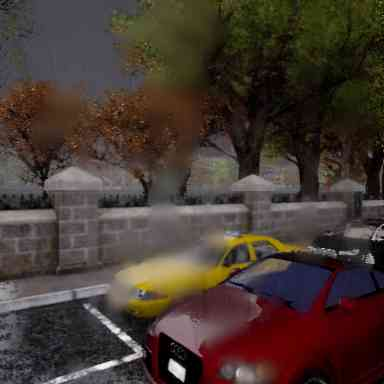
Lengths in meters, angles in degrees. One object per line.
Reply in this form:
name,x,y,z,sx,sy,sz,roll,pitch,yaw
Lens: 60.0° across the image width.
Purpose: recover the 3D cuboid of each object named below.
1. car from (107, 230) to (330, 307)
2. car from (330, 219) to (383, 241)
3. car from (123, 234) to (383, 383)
car,0.685,1.525,7.051,4.829,1.417,1.752,0,0,-36
car,5.407,1.551,10.419,4.403,1.369,2.008,0,0,-36
car,1.473,1.564,4.428,4.181,1.385,1.994,0,0,-35
